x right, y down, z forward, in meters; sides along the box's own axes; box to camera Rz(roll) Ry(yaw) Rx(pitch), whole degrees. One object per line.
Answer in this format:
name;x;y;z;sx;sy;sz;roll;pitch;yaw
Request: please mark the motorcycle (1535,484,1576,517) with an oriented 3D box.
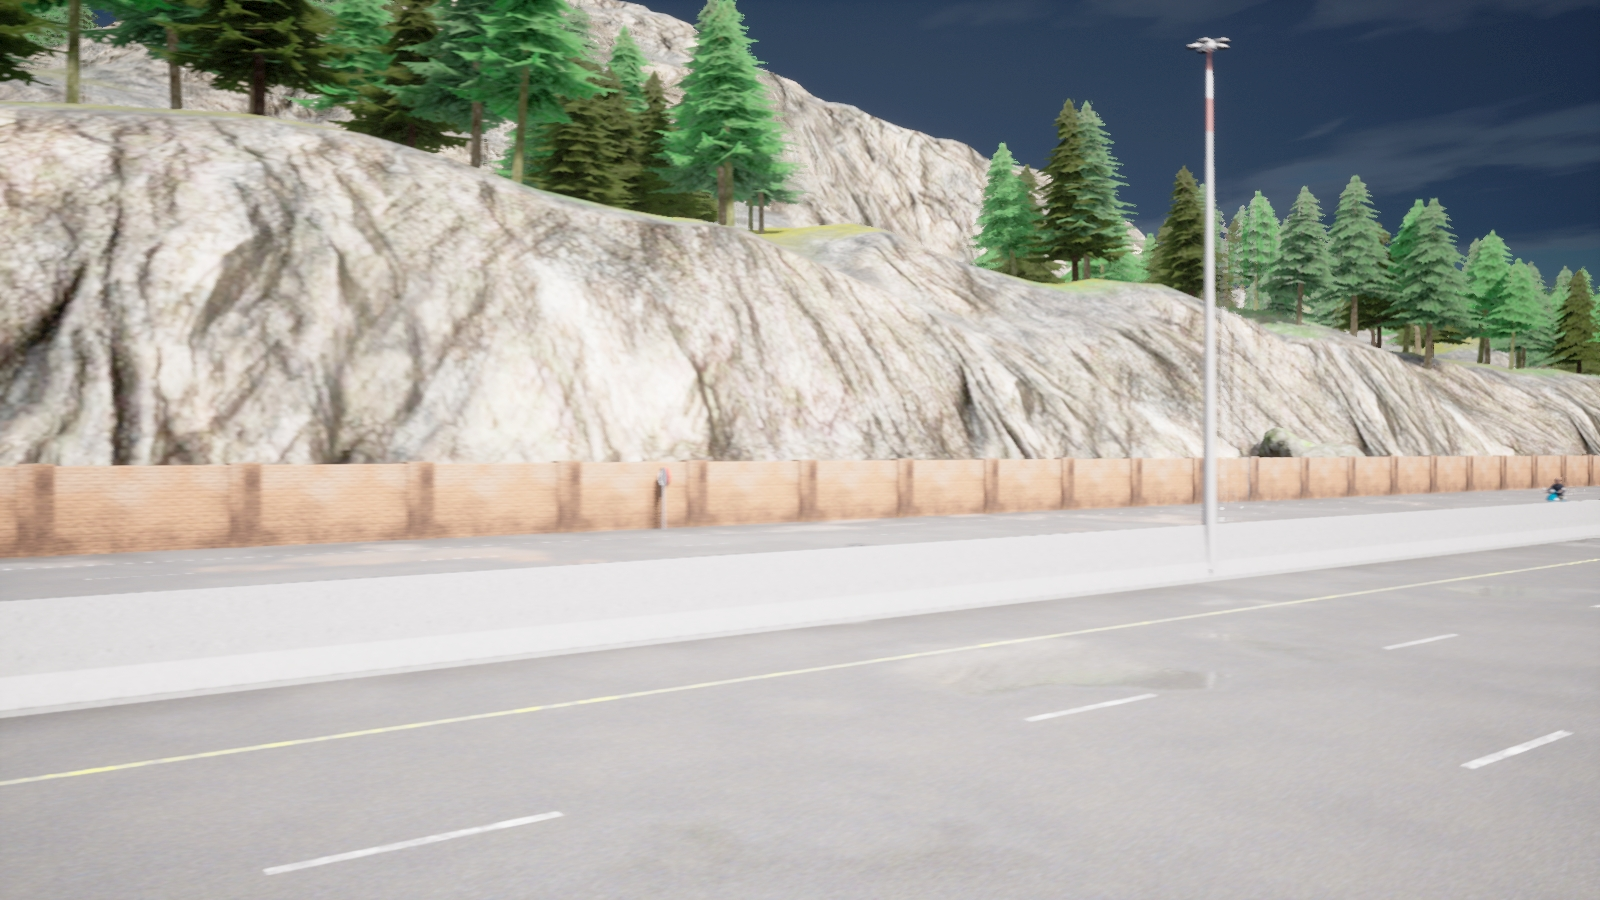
motorcycle;32.108;2.144;48.534;1.805;1.334;0.856;0;0;-36
